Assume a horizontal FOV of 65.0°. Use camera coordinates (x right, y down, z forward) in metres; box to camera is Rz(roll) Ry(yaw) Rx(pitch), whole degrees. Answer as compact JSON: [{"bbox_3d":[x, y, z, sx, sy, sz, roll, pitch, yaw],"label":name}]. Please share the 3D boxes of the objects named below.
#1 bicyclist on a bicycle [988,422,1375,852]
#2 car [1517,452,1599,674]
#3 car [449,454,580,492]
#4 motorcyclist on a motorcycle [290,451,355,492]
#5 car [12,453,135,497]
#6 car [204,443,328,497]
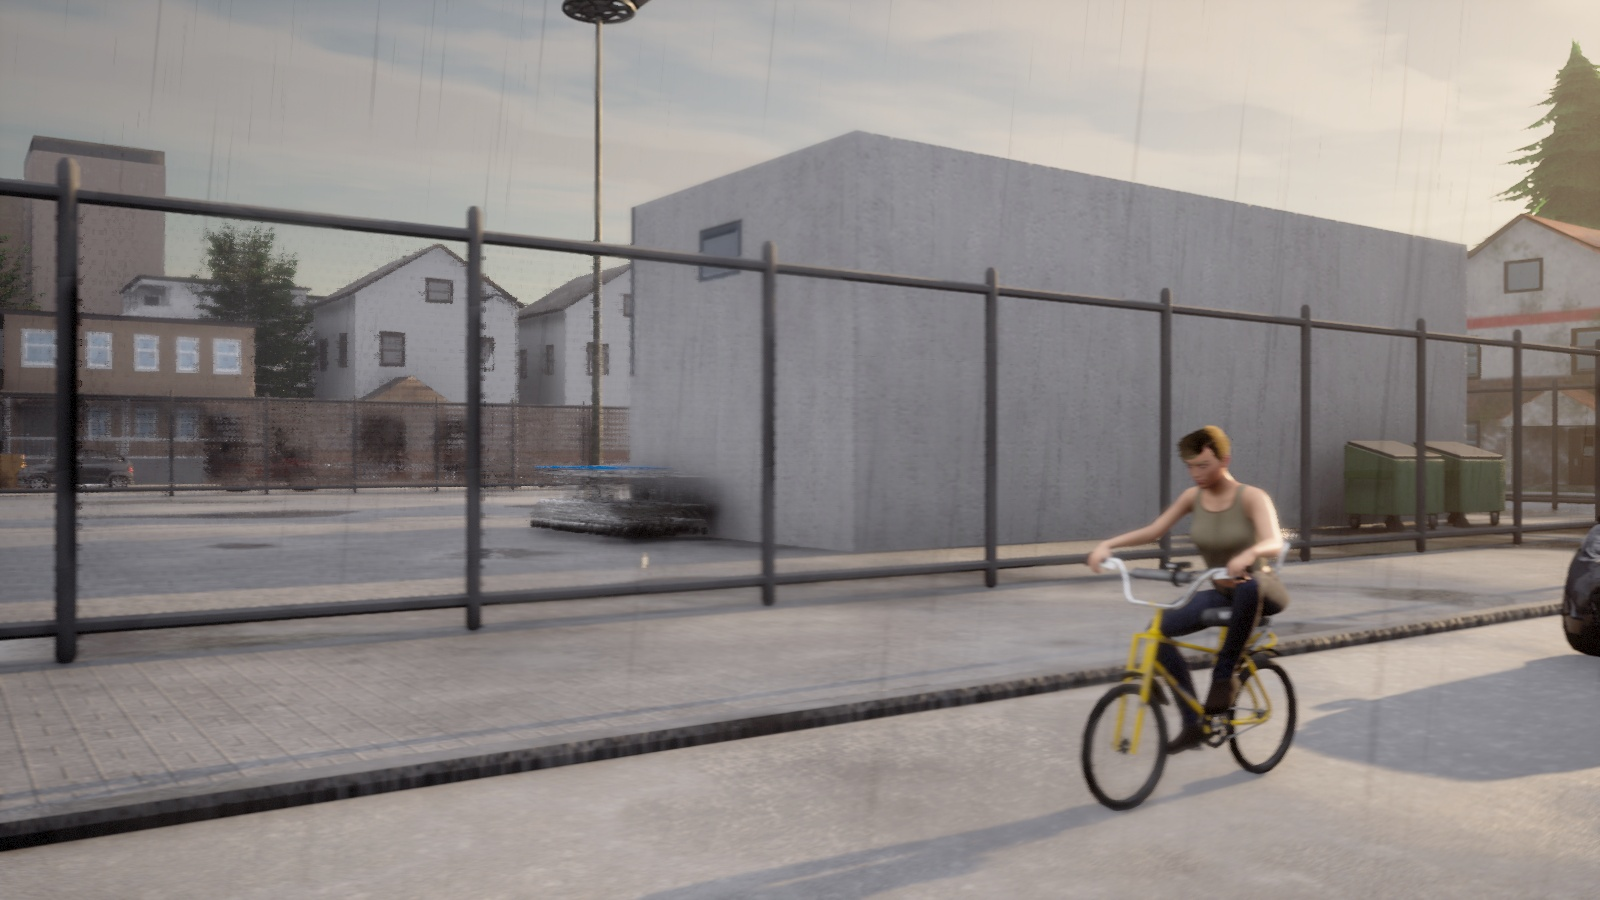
[{"bbox_3d":[1.684,0.692,5.495,1.509,1.612,0.866,-1,0,-36],"label":"bicyclist on a bicycle"},{"bbox_3d":[7.145,0.766,9.259,3.633,1.501,1.845,0,0,-35],"label":"car"},{"bbox_3d":[-11.681,0.901,51.441,4.892,1.490,1.837,0,0,-33],"label":"car"},{"bbox_3d":[-19.344,0.861,50.910,2.350,1.649,0.766,0,0,-35],"label":"motorcyclist on a motorcycle"},{"bbox_3d":[-26.543,0.894,45.907,3.705,1.549,1.789,0,0,-36],"label":"car"},{"bbox_3d":[-19.529,0.695,45.927,3.866,1.878,1.905,0,0,-34],"label":"car"}]
